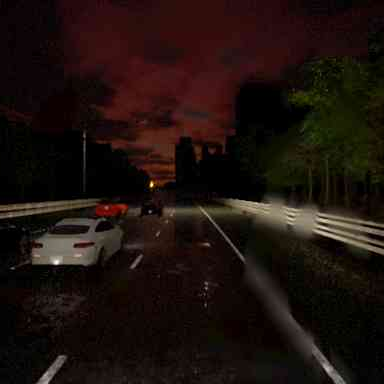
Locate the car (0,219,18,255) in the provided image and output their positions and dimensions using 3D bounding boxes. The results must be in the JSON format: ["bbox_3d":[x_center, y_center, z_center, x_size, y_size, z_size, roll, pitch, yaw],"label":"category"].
[{"bbox_3d":[-6.939,1.492,10.526,2.128,1.511,4.902,0,0,0],"label":"car"}]

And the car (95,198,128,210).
[{"bbox_3d":[-7.128,1.361,29.710,2.097,1.767,4.553,0,0,-1],"label":"car"}]

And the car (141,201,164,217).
[{"bbox_3d":[-3.659,1.535,31.071,1.812,1.442,4.674,0,0,-1],"label":"car"}]

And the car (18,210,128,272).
[{"bbox_3d":[-3.440,1.526,10.723,1.812,1.442,4.674,0,0,0],"label":"car"}]

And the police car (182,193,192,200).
[{"bbox_3d":[-1.070,1.485,95.350,1.930,1.638,5.238,0,0,-3],"label":"police car"}]
